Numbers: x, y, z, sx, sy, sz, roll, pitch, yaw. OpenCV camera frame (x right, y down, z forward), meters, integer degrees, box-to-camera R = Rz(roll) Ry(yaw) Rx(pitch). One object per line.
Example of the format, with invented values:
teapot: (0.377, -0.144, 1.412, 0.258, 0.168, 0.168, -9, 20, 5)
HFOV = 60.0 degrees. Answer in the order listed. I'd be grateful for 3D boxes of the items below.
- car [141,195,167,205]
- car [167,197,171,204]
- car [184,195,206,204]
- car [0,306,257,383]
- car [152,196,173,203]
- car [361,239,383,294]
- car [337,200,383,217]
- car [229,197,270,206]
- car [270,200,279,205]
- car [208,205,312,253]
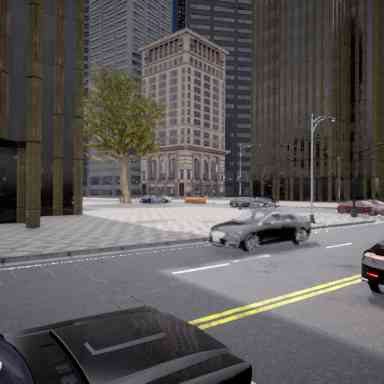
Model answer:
car: (-7.004, 1.296, 58.540, 2.097, 1.767, 4.553, 1, 0, -42)
car: (-6.067, 1.541, 62.326, 1.994, 1.385, 4.181, 1, -1, -43)
car: (0.541, 1.394, 64.916, 2.097, 1.767, 4.553, 1, -1, -43)
car: (-1.747, 1.601, 2.195, 4.718, 1.301, 1.895, 0, 0, -36)
car: (-6.418, 1.565, 72.102, 1.812, 1.442, 4.674, 1, -1, -45)
car: (5.774, 1.491, 7.556, 4.902, 1.511, 2.128, 0, 0, -35)
car: (15.682, 1.468, 30.628, 1.812, 1.442, 4.674, 1, -1, -29)
car: (6.969, 1.441, 42.517, 2.128, 1.511, 4.902, 1, -1, -40)
car: (9.442, 1.472, 44.635, 2.128, 1.511, 4.902, 1, 0, -40)
car: (2.895, 1.490, 13.707, 4.902, 1.511, 2.128, 0, 0, -35)
